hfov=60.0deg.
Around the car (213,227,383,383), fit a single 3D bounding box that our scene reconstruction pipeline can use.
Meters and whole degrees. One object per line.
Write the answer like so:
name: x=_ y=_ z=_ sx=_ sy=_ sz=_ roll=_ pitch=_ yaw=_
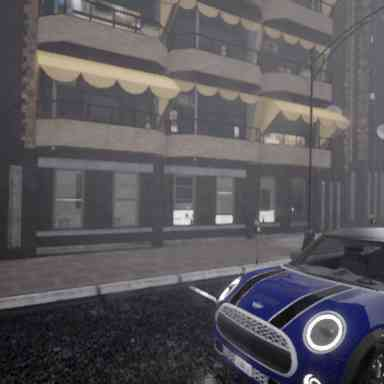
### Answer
car: x=2.548 y=1.352 z=4.797 sx=4.553 sy=1.767 sz=2.097 roll=0 pitch=0 yaw=-28
